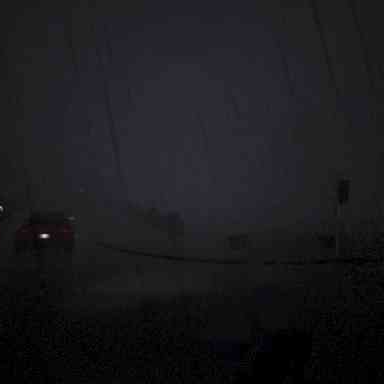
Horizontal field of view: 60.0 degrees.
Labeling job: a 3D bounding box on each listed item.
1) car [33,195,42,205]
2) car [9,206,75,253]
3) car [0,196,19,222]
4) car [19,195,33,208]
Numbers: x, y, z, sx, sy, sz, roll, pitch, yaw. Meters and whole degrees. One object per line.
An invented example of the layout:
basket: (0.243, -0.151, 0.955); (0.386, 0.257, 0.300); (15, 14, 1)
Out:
car: (-21.909, 1.117, 45.960); (1.994, 1.385, 4.181); (2, -1, -19)
car: (-5.701, 1.459, 13.226); (1.994, 1.385, 4.181); (2, -1, -20)
car: (-13.507, 1.025, 22.566); (2.097, 1.767, 4.553); (2, -1, -20)
car: (-16.739, 1.173, 31.516); (2.033, 1.411, 5.357); (2, -1, -20)
